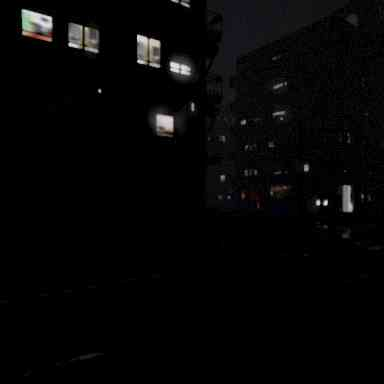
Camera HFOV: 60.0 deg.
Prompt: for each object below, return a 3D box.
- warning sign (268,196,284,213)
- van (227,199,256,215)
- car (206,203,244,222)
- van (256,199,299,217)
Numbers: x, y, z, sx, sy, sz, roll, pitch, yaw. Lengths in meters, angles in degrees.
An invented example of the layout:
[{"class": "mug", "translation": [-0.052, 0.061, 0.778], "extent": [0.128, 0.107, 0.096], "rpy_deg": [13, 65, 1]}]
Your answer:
[{"class": "warning sign", "translation": [9.406, 1.379, 37.214], "extent": [1.300, 1.860, 1.060], "rpy_deg": [1, 0, -36]}, {"class": "van", "translation": [5.601, 1.656, 38.343], "extent": [1.690, 1.788, 3.998], "rpy_deg": [-1, 0, -36]}, {"class": "car", "translation": [2.171, 1.861, 28.913], "extent": [1.802, 1.307, 4.206], "rpy_deg": [-1, 0, -36]}, {"class": "van", "translation": [8.913, 1.583, 33.825], "extent": [1.690, 1.788, 3.998], "rpy_deg": [-1, 0, -36]}]
